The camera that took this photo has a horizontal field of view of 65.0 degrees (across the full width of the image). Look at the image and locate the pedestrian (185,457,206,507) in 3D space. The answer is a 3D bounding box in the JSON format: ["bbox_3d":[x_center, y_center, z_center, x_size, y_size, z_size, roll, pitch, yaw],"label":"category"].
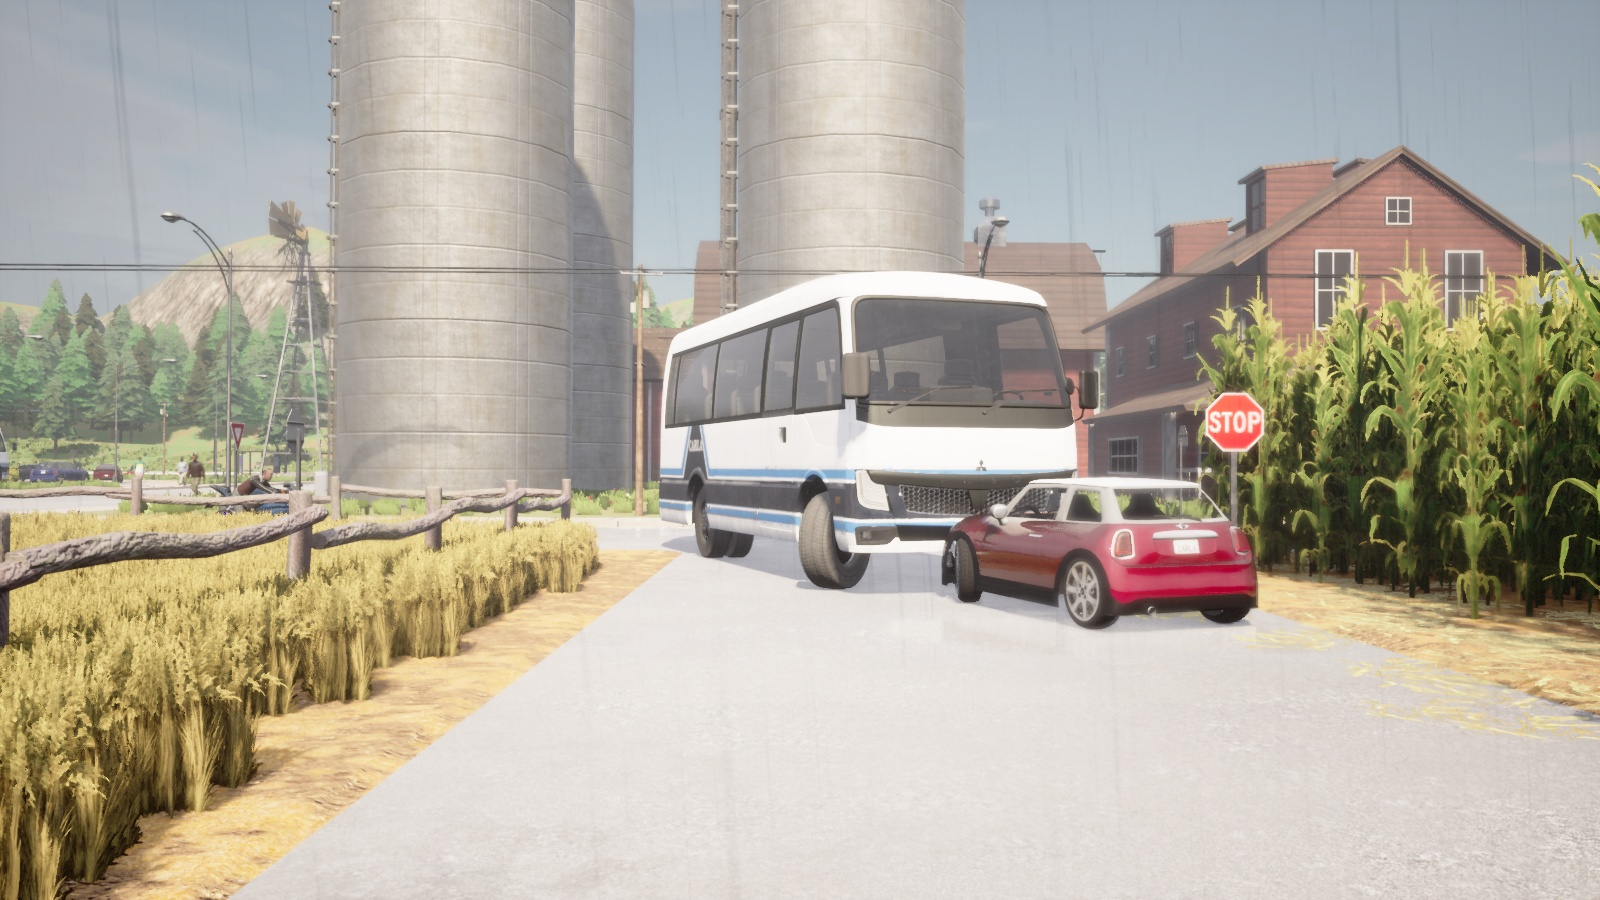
[{"bbox_3d":[-22.463,1.171,46.658,0.431,1.840,0.703,0,-1,3],"label":"pedestrian"}]

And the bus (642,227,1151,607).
[{"bbox_3d":[0.657,-0.300,19.531,3.944,4.253,10.273,0,-1,-20],"label":"bus"}]

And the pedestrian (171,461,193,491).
[{"bbox_3d":[-38.437,1.632,78.097,0.874,1.855,0.900,0,-1,0],"label":"pedestrian"}]

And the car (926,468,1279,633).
[{"bbox_3d":[3.127,0.968,13.824,1.970,1.475,3.806,0,0,-20],"label":"car"}]

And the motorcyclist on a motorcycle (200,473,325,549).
[{"bbox_3d":[-11.014,1.241,25.760,2.191,1.530,0.866,0,-1,0],"label":"motorcyclist on a motorcycle"}]

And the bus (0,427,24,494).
[{"bbox_3d":[-52.512,0.639,76.738,3.944,4.253,10.273,0,-1,0],"label":"bus"}]

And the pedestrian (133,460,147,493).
[{"bbox_3d":[-40.131,1.616,76.327,0.659,1.952,0.873,0,-1,-33],"label":"pedestrian"}]
